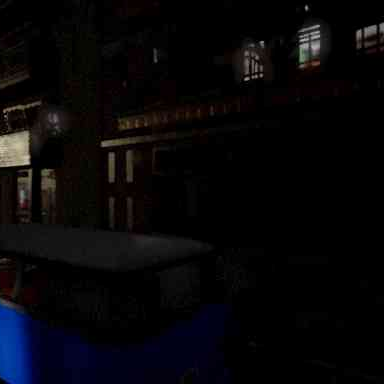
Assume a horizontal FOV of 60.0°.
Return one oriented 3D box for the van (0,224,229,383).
[{"bbox_3d":[-1.525,1.352,3.966,3.998,1.788,1.690,0,0,36],"label":"van"}]
